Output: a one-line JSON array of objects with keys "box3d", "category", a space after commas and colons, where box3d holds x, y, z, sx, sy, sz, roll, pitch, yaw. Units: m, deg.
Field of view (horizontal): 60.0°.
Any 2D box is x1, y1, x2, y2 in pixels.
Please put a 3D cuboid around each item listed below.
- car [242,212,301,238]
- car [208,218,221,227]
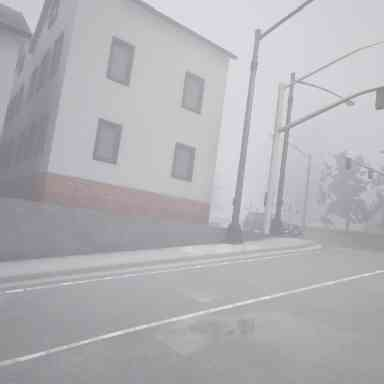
[{"box3d": [6.984, 2.946, 29.608, 2.150, 2.045, 5.566, 12, -7, -35], "category": "car"}, {"box3d": [0.982, 3.291, 37.918, 2.033, 1.411, 5.357, 12, -7, -35], "category": "car"}]
